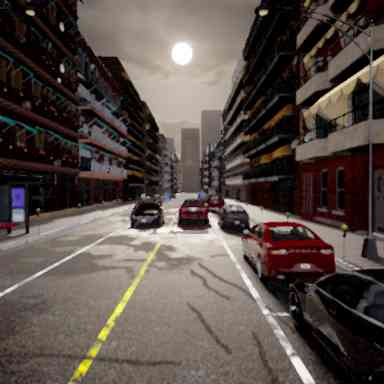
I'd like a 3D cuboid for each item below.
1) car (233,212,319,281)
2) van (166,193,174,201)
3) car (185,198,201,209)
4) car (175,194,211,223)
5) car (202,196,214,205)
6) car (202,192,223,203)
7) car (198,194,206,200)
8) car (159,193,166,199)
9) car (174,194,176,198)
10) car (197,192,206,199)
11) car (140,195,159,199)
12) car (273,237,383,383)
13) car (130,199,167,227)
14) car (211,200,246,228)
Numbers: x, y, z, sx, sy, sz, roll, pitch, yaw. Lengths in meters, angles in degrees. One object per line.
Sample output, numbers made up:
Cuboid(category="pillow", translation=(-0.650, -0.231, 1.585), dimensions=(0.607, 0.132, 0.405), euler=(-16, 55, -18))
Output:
Cuboid(category="car", translation=(2.521, 1.502, 9.634), dimensions=(1.887, 1.381, 4.507), euler=(-1, 0, 0))
Cuboid(category="van", translation=(-5.346, 1.044, 72.094), dimensions=(1.690, 1.788, 3.998), euler=(-1, 0, 0))
Cuboid(category="car", translation=(0.090, 1.422, 42.024), dimensions=(1.895, 1.301, 4.718), euler=(0, 0, 0))
Cuboid(category="car", translation=(0.094, 1.245, 24.688), dimensions=(2.097, 1.767, 4.553), euler=(0, 0, 0))
Cuboid(category="car", translation=(2.542, 1.352, 54.949), dimensions=(1.802, 1.307, 4.206), euler=(-1, 0, 0))
Cuboid(category="car", translation=(2.532, 1.153, 37.955), dimensions=(2.192, 1.841, 5.009), euler=(-1, 0, 0))
Cuboid(category="car", translation=(2.534, 1.241, 83.270), dimensions=(1.802, 1.307, 4.206), euler=(-1, 0, 0))
Cuboid(category="car", translation=(-5.339, 1.232, 49.490), dimensions=(1.967, 1.590, 4.097), euler=(-1, 0, 0))
Cuboid(category="car", translation=(-5.350, 1.161, 94.699), dimensions=(1.887, 1.381, 4.507), euler=(-1, 0, 0))
Cuboid(category="car", translation=(2.529, 0.953, 88.933), dimensions=(2.192, 1.841, 5.009), euler=(-1, 0, 0))
Cuboid(category="car", translation=(-5.336, 1.277, 38.187), dimensions=(1.967, 1.590, 4.097), euler=(-1, 0, 0))
Cuboid(category="car", translation=(2.522, 1.548, 3.970), dimensions=(1.947, 1.339, 4.313), euler=(-1, 0, 0))
Cuboid(category="car", translation=(-2.823, 1.430, 21.958), dimensions=(1.812, 1.442, 4.674), euler=(0, 0, 0))
Cuboid(category="car", translation=(2.518, 1.460, 20.963), dimensions=(2.008, 1.369, 4.403), euler=(-1, 0, 0))
